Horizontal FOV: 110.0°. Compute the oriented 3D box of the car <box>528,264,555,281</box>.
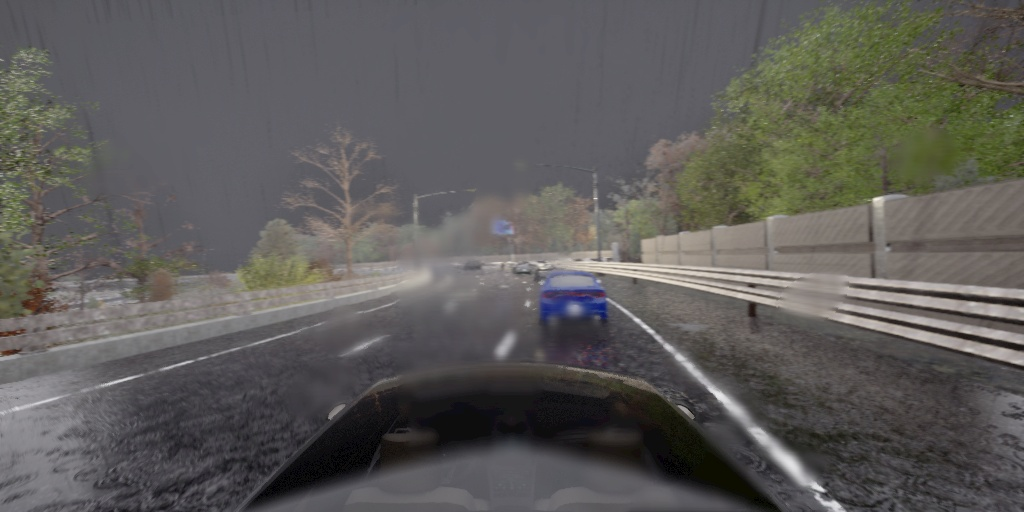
[{"bbox_3d":[2.740,1.374,29.278,2.128,1.511,4.902,-2,-1,-1],"label":"car"}]

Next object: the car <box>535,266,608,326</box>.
[{"bbox_3d":[1.940,1.234,11.834,1.882,1.535,5.008,-2,-1,7],"label":"car"}]

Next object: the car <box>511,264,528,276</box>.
[{"bbox_3d":[1.134,1.666,44.397,1.994,1.385,4.181,-2,-1,-10],"label":"car"}]
